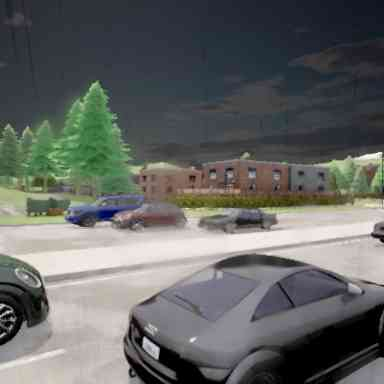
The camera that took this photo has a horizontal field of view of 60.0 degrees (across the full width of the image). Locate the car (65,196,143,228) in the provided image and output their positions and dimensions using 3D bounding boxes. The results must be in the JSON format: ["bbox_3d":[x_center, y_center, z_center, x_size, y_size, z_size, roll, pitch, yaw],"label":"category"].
[{"bbox_3d":[-5.616,1.275,22.696,5.566,2.045,2.150,0,0,-35],"label":"car"}]

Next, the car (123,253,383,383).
[{"bbox_3d":[1.205,1.586,4.594,4.181,1.385,1.994,0,0,-36],"label":"car"}]

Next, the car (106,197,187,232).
[{"bbox_3d":[-2.595,1.413,20.542,4.553,1.767,2.097,0,0,-35],"label":"car"}]

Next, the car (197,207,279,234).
[{"bbox_3d":[2.938,1.636,20.167,5.357,1.411,2.033,0,0,-35],"label":"car"}]

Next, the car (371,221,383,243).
[{"bbox_3d":[10.423,1.657,15.471,5.357,1.411,2.033,0,0,-35],"label":"car"}]

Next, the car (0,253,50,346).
[{"bbox_3d":[-4.552,1.346,4.774,4.553,1.767,2.097,0,0,-36],"label":"car"}]
